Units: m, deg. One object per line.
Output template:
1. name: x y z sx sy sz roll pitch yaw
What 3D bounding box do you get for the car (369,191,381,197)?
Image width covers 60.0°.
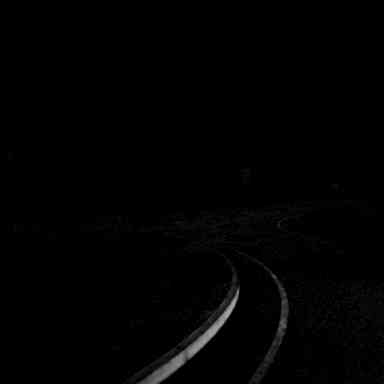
1. car: 41.935 0.452 76.154 2.033 1.411 5.357 -1 1 37
